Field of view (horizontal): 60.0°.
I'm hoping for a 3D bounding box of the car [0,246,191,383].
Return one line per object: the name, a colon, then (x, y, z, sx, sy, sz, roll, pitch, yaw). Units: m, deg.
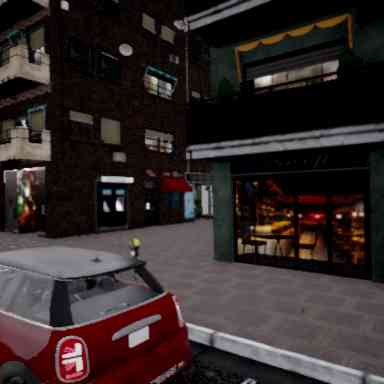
car: (-2.101, 1.449, 4.387, 4.097, 1.590, 1.967, 0, -1, 35)
